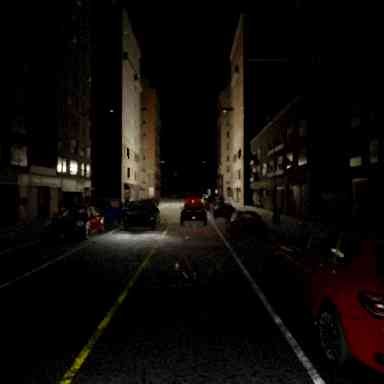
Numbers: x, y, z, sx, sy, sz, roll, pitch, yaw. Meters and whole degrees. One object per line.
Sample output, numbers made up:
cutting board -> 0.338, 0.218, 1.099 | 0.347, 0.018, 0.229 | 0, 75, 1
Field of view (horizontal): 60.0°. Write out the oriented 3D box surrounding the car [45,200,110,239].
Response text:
car -> -5.844, 1.433, 16.938 | 1.967, 1.590, 4.097 | 1, 0, 0

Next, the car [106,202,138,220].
car -> -5.842, 1.572, 28.283 | 1.802, 1.307, 4.206 | 1, 0, 0

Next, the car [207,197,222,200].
car -> 2.686, 1.513, 34.119 | 1.752, 1.417, 4.829 | 1, 0, 0

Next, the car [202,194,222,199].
car -> 2.689, 1.301, 39.623 | 2.192, 1.841, 5.009 | 1, 0, 0

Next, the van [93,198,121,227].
van -> -5.842, 1.333, 22.611 | 1.690, 1.788, 3.998 | 1, 0, 0

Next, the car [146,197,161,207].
car -> -5.835, 1.526, 50.975 | 1.887, 1.381, 4.507 | 1, 0, 0

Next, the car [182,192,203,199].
car -> 0.113, 1.204, 43.655 | 2.150, 2.045, 5.566 | 0, 0, 0

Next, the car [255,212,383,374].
car -> 2.680, 1.312, 5.582 | 2.192, 1.841, 5.009 | 1, 0, 0

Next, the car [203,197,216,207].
car -> 2.691, 1.506, 51.140 | 1.752, 1.417, 4.829 | 1, 0, 0

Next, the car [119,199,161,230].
car -> -3.094, 1.469, 21.456 | 1.882, 1.535, 5.008 | 0, 0, 0

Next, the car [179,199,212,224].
car -> 0.109, 1.483, 24.219 | 2.128, 1.511, 4.902 | 0, 0, 0

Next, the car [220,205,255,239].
car -> 2.680, 1.575, 16.929 | 1.802, 1.307, 4.206 | 1, 0, 0

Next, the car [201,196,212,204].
car -> 2.694, 1.500, 62.487 | 1.752, 1.417, 4.829 | 1, 0, 0

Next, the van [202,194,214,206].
van -> 2.695, 1.319, 56.643 | 1.690, 1.788, 3.998 | 1, 0, 0

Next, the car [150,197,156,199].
car -> -5.839, 1.552, 39.630 | 1.947, 1.339, 4.313 | 1, 0, 0

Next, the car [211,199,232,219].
car -> 2.683, 1.555, 28.276 | 1.947, 1.339, 4.313 | 1, 0, 0

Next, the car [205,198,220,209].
car -> 2.688, 1.565, 45.296 | 1.802, 1.307, 4.206 | 1, 0, 0
